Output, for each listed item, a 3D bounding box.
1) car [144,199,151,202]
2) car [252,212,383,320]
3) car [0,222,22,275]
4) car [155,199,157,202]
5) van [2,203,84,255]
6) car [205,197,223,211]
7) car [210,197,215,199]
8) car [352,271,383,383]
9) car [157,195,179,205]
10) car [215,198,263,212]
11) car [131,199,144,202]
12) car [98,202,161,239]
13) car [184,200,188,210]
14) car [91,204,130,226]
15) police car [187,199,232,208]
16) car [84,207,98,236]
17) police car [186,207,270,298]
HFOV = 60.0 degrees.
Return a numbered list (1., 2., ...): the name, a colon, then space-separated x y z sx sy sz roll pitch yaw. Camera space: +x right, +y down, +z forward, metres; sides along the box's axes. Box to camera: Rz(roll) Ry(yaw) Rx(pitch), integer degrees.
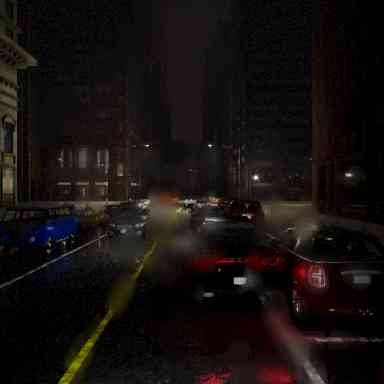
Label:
1. car: -5.823 1.580 35.483 1.947 1.339 4.313 0 0 0
2. car: 2.747 1.440 7.318 1.967 1.590 4.097 0 0 0
3. car: -5.778 1.582 7.300 1.802 1.307 4.206 0 0 0
4. car: -5.832 1.569 41.119 2.008 1.369 4.403 0 0 0
5. van: -5.788 1.342 12.937 1.690 1.788 3.998 0 0 0
6. car: 2.693 1.458 41.134 1.967 1.590 4.097 0 0 0
7. car: 2.719 1.321 24.226 2.192 1.841 5.009 0 0 0
8. car: 2.756 1.582 1.682 1.802 1.307 4.206 0 0 0
9. car: -4.537 1.402 60.109 4.553 1.767 2.097 0 0 38
10. car: 2.728 1.318 18.590 2.192 1.841 5.009 0 0 0
11. car: -5.814 1.575 29.846 1.947 1.339 4.313 0 0 0
12. car: -3.028 1.494 17.320 2.128 1.511 4.902 0 0 0
13. car: -0.068 1.621 42.972 1.895 1.301 4.718 0 0 0
14. car: -5.804 1.588 24.210 1.802 1.307 4.206 0 0 0
15. police car: 0.838 1.429 18.679 1.930 1.638 5.238 0 0 0
16. car: -5.796 1.528 18.403 1.752 1.417 4.829 0 0 0
17. police car: 0.886 1.426 8.679 1.930 1.638 5.238 0 0 0
